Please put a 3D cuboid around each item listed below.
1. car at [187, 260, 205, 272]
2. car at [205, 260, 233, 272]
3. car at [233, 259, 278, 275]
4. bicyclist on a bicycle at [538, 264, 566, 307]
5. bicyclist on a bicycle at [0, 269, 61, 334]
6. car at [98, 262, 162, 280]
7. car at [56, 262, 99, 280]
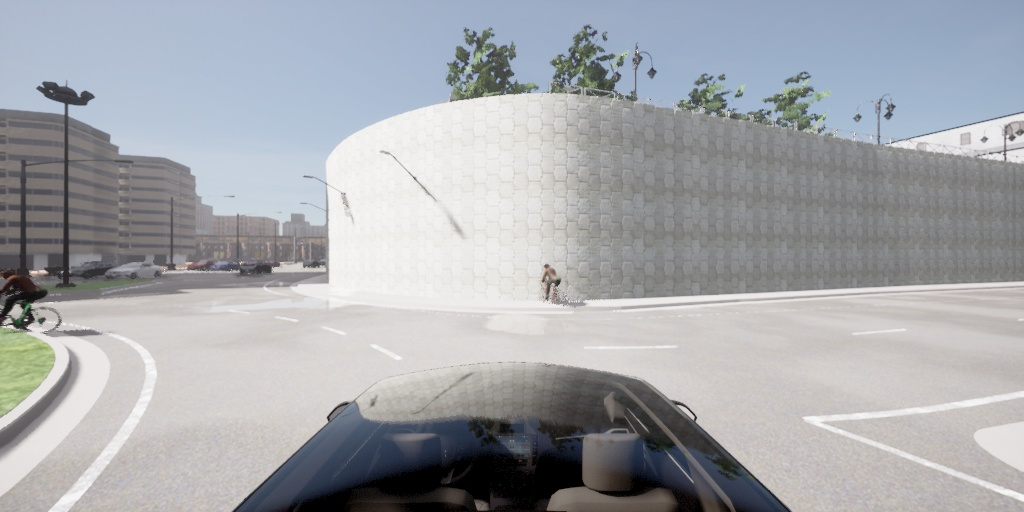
[{"bbox_3d":[-42.201,1.295,49.087,1.882,1.535,5.008,0,0,-15],"label":"car"},{"bbox_3d":[-38.216,1.342,47.775,1.812,1.442,4.674,0,0,-16],"label":"car"},{"bbox_3d":[-28.446,1.297,39.916,2.128,1.511,4.902,0,0,-17],"label":"car"},{"bbox_3d":[1.469,1.123,13.648,0.582,1.620,1.656,-5,2,-32],"label":"bicyclist on a bicycle"},{"bbox_3d":[-12.127,1.134,8.739,1.656,1.620,0.582,2,-6,-25],"label":"bicyclist on a bicycle"},{"bbox_3d":[-33.955,1.318,32.339,1.812,1.442,4.674,0,0,-14],"label":"car"},{"bbox_3d":[-37.458,1.283,31.918,2.128,1.511,4.902,0,0,-14],"label":"car"}]
